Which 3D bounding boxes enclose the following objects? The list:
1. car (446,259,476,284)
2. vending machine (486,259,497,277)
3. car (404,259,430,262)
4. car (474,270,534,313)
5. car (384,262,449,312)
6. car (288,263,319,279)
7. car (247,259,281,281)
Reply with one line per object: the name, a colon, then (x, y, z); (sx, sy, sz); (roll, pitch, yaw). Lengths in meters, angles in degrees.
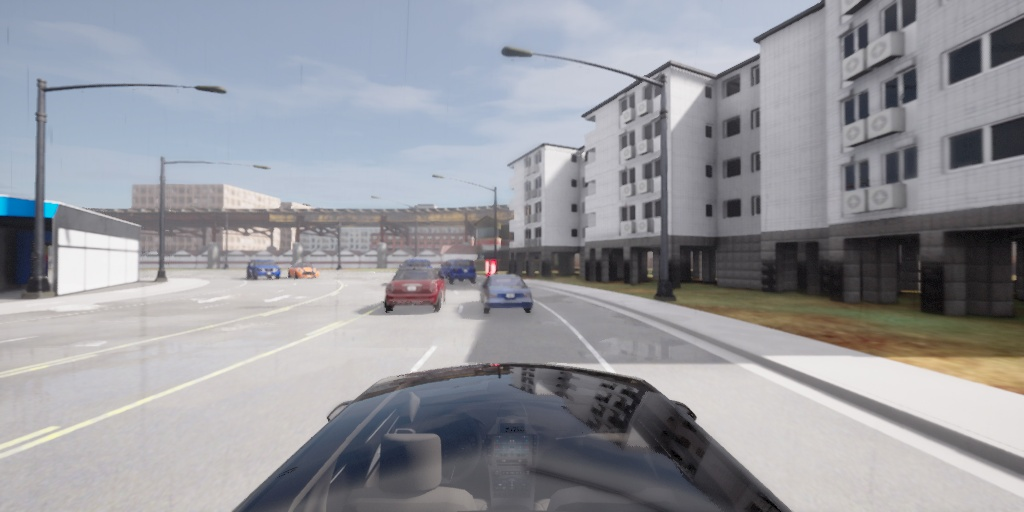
car: (-4.765, 1.296, 30.856); (2.150, 2.045, 5.566); (0, 0, -25)
vending machine: (-2.278, 1.356, 38.909); (1.100, 2.100, 0.880); (0, 0, -30)
car: (-7.978, 1.281, 29.469); (2.150, 2.045, 5.566); (0, 0, -25)
car: (-0.365, 1.443, 14.841); (2.033, 1.411, 5.357); (0, -1, -7)
car: (-3.994, 1.252, 15.389); (2.097, 1.767, 4.553); (0, -1, -8)
car: (-22.173, 1.503, 38.133); (2.097, 1.767, 4.553); (1, -1, -43)
car: (-25.121, 1.358, 36.238); (2.150, 2.045, 5.566); (1, -1, -45)
